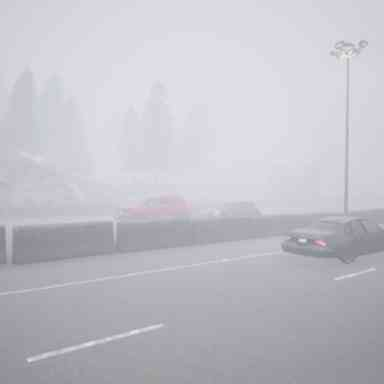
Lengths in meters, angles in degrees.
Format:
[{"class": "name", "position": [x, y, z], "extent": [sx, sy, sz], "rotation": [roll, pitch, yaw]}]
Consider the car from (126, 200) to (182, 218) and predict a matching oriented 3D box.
[{"class": "car", "position": [-3.565, 1.533, 31.545], "extent": [5.008, 1.535, 1.882], "rotation": [0, 0, -35]}]

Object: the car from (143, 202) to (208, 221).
[{"class": "car", "position": [-1.379, 1.603, 28.808], "extent": [5.357, 1.411, 2.033], "rotation": [0, 0, -36]}]

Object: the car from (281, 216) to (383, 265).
[{"class": "car", "position": [5.549, 1.598, 12.006], "extent": [5.357, 1.411, 2.033], "rotation": [0, 0, -36]}]

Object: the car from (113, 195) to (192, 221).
[{"class": "car", "position": [-2.735, 1.271, 23.541], "extent": [5.566, 2.045, 2.150], "rotation": [0, 0, -36]}]

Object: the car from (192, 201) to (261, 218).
[{"class": "car", "position": [2.645, 1.408, 23.079], "extent": [4.553, 1.767, 2.097], "rotation": [0, 0, -35]}]
